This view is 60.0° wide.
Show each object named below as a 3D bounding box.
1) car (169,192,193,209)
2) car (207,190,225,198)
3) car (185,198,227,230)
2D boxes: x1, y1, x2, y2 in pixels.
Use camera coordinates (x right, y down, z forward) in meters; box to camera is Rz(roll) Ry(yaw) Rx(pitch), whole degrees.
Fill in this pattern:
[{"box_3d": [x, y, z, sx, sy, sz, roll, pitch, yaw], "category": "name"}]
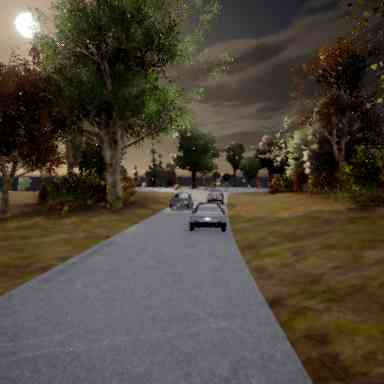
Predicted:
[{"box_3d": [-0.909, 0.753, 30.714, 1.812, 1.442, 4.674, 2, 2, 6], "category": "car"}, {"box_3d": [2.589, 0.527, 36.819, 2.033, 1.411, 5.357, 0, 3, 6], "category": "car"}, {"box_3d": [0.935, 1.271, 18.829, 1.994, 1.385, 4.181, 0, 2, 4], "category": "car"}]
